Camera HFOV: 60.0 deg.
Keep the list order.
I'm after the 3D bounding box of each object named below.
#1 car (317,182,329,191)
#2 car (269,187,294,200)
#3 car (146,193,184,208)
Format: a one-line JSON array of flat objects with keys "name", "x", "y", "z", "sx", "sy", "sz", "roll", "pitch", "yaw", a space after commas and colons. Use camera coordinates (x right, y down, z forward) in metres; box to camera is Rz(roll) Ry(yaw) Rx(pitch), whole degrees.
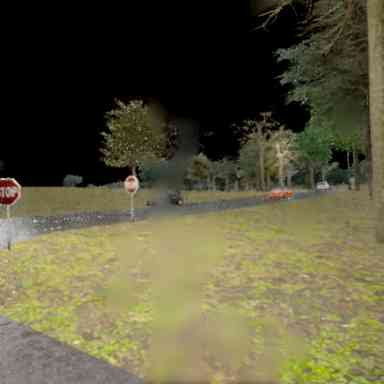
[{"name": "car", "x": 30.888, "y": -1.324, "z": 78.326, "sx": 2.150, "sy": 2.045, "sz": 5.566, "roll": -2, "pitch": 1, "yaw": 30}, {"name": "car", "x": 12.331, "y": 0.066, "z": 45.701, "sx": 2.097, "sy": 1.767, "sz": 4.553, "roll": -2, "pitch": 1, "yaw": 34}, {"name": "car", "x": -2.860, "y": 0.903, "z": 35.912, "sx": 1.882, "sy": 1.535, "sz": 5.008, "roll": -2, "pitch": 1, "yaw": 34}]
